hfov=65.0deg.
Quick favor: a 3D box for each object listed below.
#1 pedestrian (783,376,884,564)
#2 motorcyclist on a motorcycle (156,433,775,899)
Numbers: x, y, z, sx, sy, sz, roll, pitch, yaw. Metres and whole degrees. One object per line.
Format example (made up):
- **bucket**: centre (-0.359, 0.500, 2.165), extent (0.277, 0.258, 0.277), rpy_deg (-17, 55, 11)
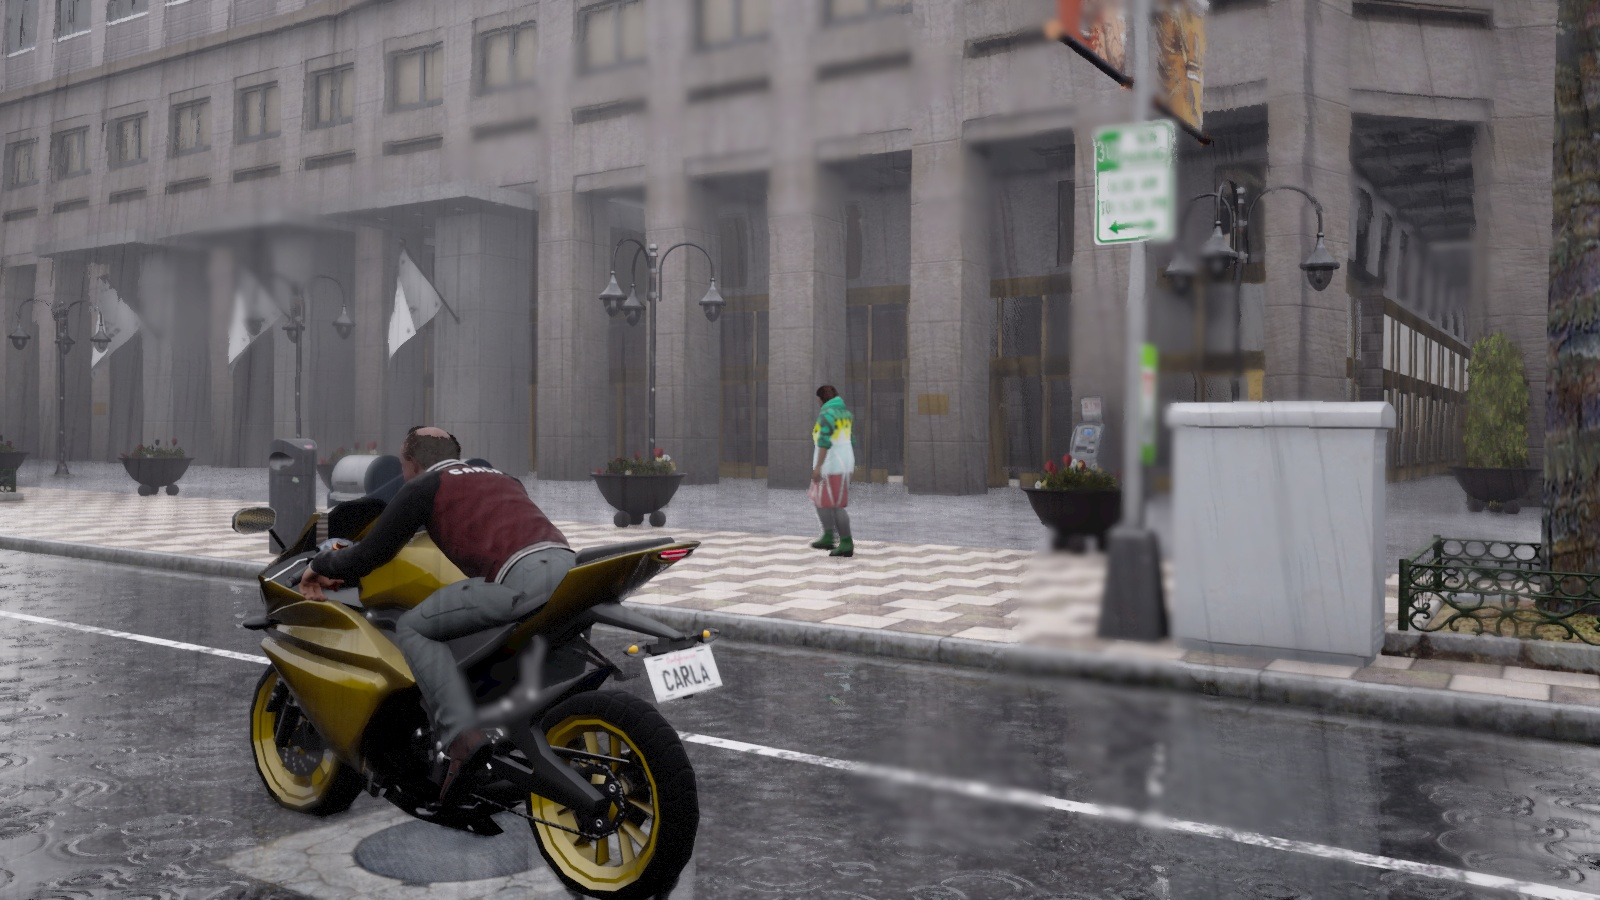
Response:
- **pedestrian**: centre (0.361, 0.200, 13.527), extent (0.873, 1.952, 0.659), rpy_deg (0, 1, 27)
- **motorcyclist on a motorcycle**: centre (-1.241, 0.717, 4.448), extent (2.191, 1.530, 0.866), rpy_deg (0, 1, 34)
